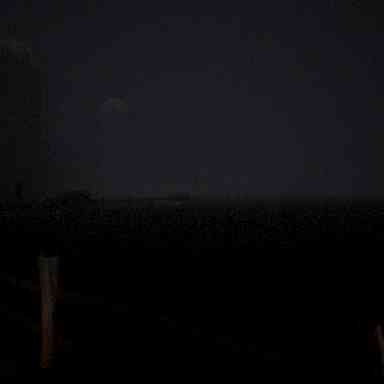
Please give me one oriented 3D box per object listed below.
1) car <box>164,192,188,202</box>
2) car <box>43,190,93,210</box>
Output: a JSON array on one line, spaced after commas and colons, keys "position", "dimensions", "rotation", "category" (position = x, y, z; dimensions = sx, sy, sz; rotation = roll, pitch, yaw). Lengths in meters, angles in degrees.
[{"position": [-2.444, 0.794, 52.875], "dimensions": [1.882, 1.535, 5.008], "rotation": [1, 1, 35], "category": "car"}, {"position": [-13.641, 0.808, 36.972], "dimensions": [2.150, 2.045, 5.566], "rotation": [1, 2, 35], "category": "car"}]
